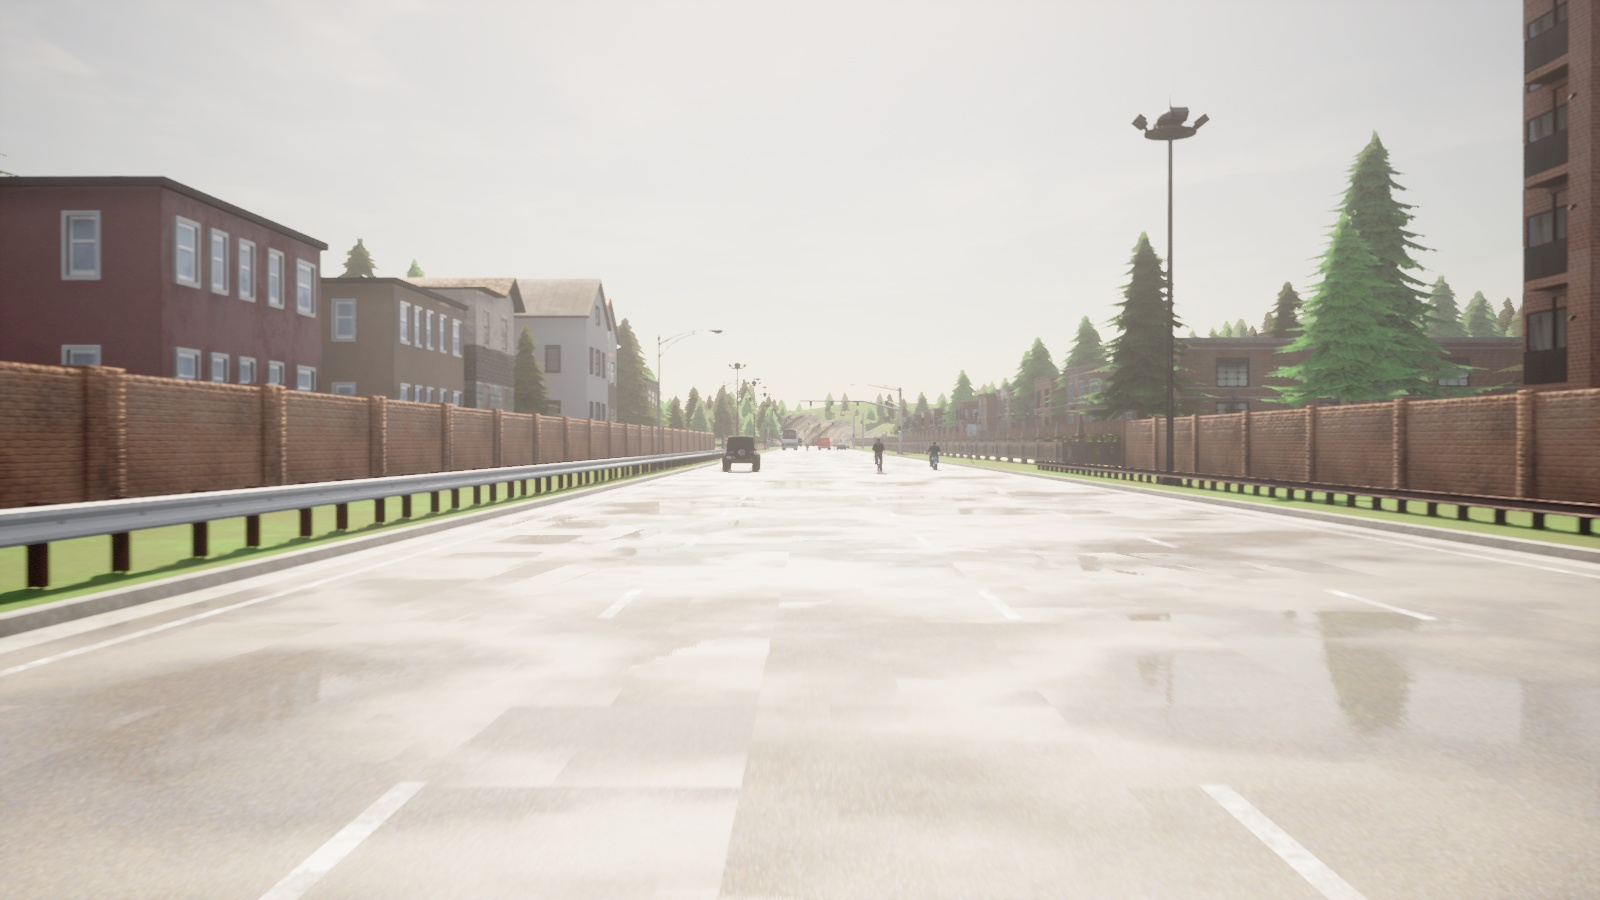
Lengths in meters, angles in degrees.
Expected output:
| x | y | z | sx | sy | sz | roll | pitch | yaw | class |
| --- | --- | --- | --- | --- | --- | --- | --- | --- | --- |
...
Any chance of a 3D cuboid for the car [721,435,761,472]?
| x | y | z | sx | sy | sz | roll | pitch | yaw | class |
| --- | --- | --- | --- | --- | --- | --- | --- | --- | --- |
| -3.104 | 0.164 | 66.905 | 1.905 | 1.878 | 3.866 | 0 | 0 | 0 | car |
